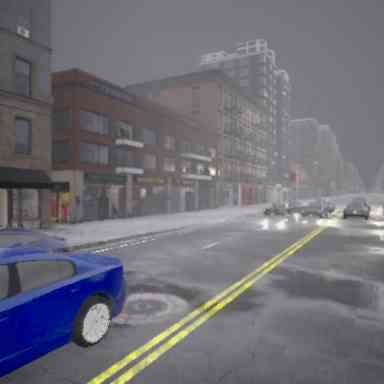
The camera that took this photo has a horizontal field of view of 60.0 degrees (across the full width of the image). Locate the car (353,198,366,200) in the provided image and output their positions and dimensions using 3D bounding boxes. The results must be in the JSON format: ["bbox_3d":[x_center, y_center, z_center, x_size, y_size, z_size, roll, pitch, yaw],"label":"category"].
[{"bbox_3d":[20.525,1.451,40.711,2.097,1.767,4.553,0,0,29],"label":"car"}]

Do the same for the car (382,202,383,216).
[{"bbox_3d":[20.172,1.428,33.069,2.097,1.767,4.553,0,0,28],"label":"car"}]

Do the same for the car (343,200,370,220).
[{"bbox_3d":[14.439,1.636,29.285,1.994,1.385,4.181,0,0,28],"label":"car"}]

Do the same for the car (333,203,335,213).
[{"bbox_3d":[14.576,1.621,36.566,2.128,1.511,4.902,0,0,28],"label":"car"}]

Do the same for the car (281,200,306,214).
[{"bbox_3d":[11.710,1.694,38.098,1.994,1.385,4.181,0,0,28],"label":"car"}]

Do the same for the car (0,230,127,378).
[{"bbox_3d":[-2.906,1.494,4.071,1.882,1.535,5.008,0,0,28],"label":"car"}]

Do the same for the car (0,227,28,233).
[{"bbox_3d":[-4.834,1.554,7.384,1.812,1.442,4.674,0,0,28],"label":"car"}]

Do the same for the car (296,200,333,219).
[{"bbox_3d":[11.408,1.628,30.713,2.033,1.411,5.357,0,0,29],"label":"car"}]

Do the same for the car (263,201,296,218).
[{"bbox_3d":[8.222,1.687,31.662,1.895,1.301,4.718,0,0,29],"label":"car"}]
